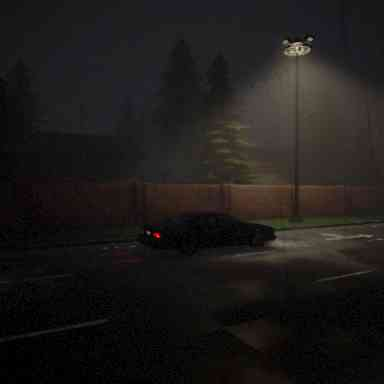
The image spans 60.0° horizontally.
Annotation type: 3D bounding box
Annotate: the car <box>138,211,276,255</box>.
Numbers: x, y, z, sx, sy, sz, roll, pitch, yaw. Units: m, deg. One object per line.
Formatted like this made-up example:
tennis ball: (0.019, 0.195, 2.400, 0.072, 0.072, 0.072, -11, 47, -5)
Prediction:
car: (0.674, 1.464, 12.761, 5.357, 1.411, 2.033, 0, 0, -29)
